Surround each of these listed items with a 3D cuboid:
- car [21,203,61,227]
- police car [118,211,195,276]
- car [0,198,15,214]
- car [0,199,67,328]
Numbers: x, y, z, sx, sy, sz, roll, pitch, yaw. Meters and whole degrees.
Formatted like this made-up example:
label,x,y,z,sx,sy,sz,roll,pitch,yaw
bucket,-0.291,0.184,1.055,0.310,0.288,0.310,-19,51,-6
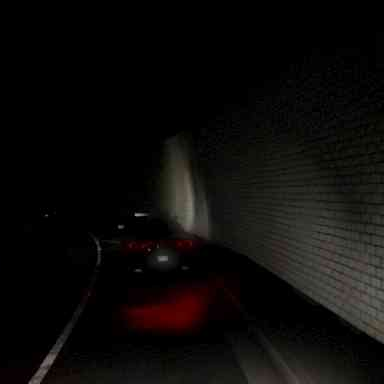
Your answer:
label,x,y,z,sx,sy,sz,roll,pitch,yaw
car,-10.928,1.564,23.940,1.994,1.385,4.181,0,0,-34
police car,-1.301,1.425,10.654,1.930,1.638,5.238,0,0,-13
car,-21.313,1.492,36.496,2.128,1.511,4.902,0,0,-42
car,-4.218,1.224,6.939,2.150,2.045,5.566,0,0,-9
